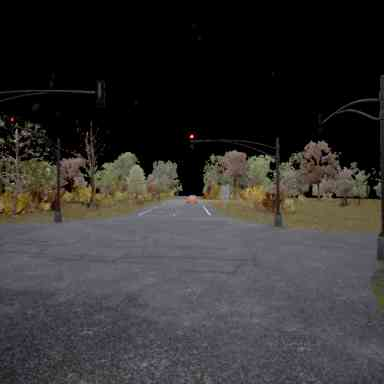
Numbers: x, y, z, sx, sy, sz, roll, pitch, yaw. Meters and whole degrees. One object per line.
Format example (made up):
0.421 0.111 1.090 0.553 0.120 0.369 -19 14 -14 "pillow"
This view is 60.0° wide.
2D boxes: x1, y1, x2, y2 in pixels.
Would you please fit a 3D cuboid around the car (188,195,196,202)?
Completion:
0.080 1.449 77.994 1.812 1.442 4.674 0 0 0 "car"

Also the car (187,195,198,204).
0.070 1.424 67.959 2.097 1.767 4.553 0 0 0 "car"
